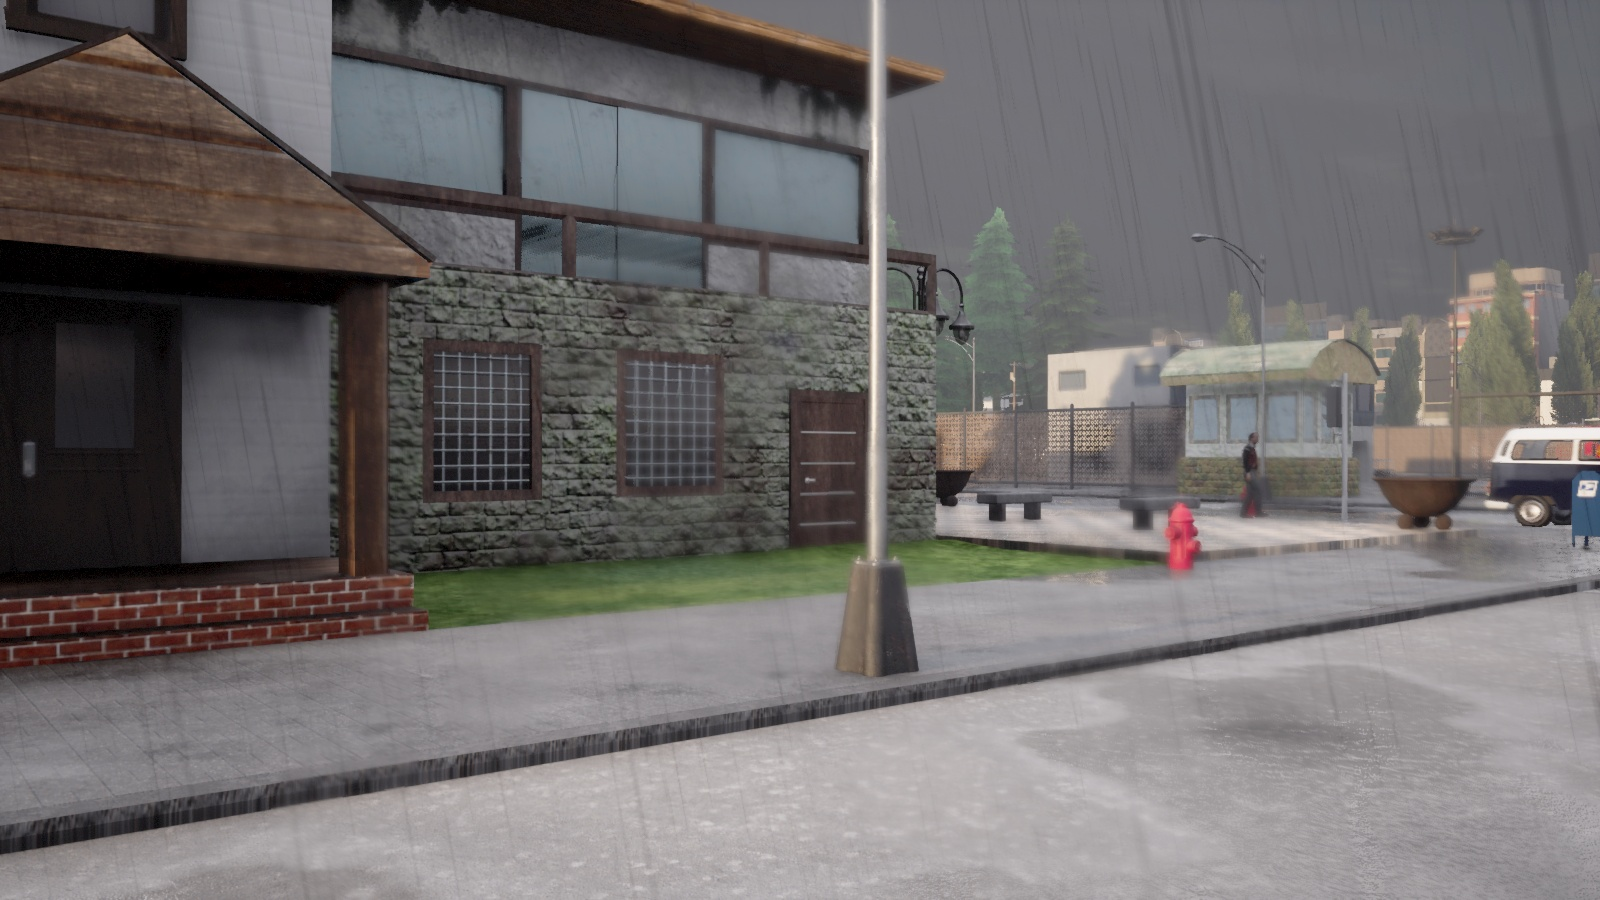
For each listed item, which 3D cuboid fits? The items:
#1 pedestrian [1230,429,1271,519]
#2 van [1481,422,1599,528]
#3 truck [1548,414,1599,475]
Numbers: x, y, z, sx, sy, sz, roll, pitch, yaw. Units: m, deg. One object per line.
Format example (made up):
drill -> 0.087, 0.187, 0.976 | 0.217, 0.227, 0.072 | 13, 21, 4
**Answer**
pedestrian -> 9.391, 0.492, 26.185 | 0.720, 1.854, 0.376 | 0, 0, 33
van -> 16.222, 0.494, 24.727 | 2.069, 2.038, 4.480 | 0, 0, -37
truck -> 52.102, -0.338, 78.686 | 2.891, 3.827, 8.468 | 0, 0, -39
